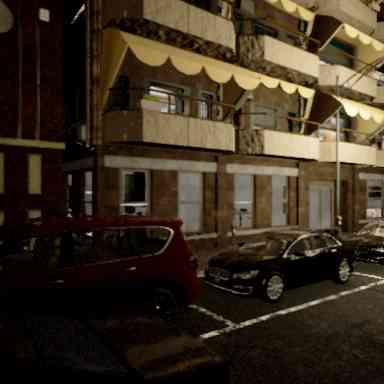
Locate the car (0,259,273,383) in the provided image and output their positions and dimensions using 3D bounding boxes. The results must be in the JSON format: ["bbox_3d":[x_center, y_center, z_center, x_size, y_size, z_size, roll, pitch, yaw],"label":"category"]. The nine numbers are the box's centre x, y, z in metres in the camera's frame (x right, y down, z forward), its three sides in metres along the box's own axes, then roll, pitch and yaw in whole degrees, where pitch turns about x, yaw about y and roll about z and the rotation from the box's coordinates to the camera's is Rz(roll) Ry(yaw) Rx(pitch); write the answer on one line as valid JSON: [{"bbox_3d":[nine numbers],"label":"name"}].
[{"bbox_3d":[-2.131,1.540,1.733,5.357,1.411,2.033,1,0,-36],"label":"car"}]

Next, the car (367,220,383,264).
[{"bbox_3d":[6.809,1.662,11.428,4.403,1.369,2.008,1,-1,-36],"label":"car"}]

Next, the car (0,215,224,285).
[{"bbox_3d":[-2.187,1.325,5.009,5.009,1.841,2.192,1,-1,-36],"label":"car"}]

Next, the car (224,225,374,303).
[{"bbox_3d":[2.311,1.611,8.217,4.403,1.369,2.008,1,-1,-36],"label":"car"}]
